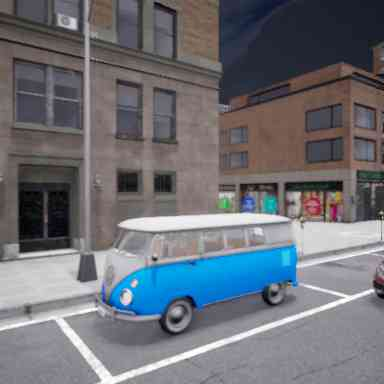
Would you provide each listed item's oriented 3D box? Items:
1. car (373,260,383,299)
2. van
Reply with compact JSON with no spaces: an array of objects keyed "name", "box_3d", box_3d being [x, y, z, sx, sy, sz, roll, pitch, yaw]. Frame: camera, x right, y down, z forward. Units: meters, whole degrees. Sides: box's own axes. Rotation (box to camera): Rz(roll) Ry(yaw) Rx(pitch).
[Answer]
[{"name":"car","box_3d":[5.809,1.524,7.208,4.674,1.442,1.812,0,0,-36]},{"name":"van","box_3d":[0.296,1.341,6.421,3.998,1.788,1.690,0,0,-35]}]
